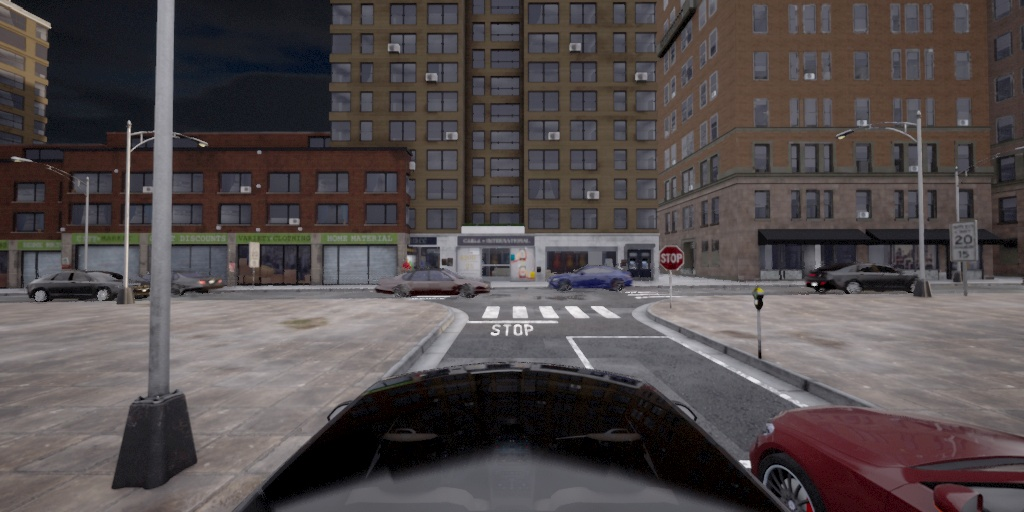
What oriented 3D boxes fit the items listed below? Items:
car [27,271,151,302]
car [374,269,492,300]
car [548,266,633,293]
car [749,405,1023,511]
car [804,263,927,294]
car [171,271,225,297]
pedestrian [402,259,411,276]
[{"bbox_3d":[-20.174,1.460,17.311,4.892,1.490,1.837,-1,-1,0],"label":"car"},{"bbox_3d":[-3.683,1.312,17.213,5.357,1.411,2.033,0,-1,0],"label":"car"},{"bbox_3d":[4.360,1.265,20.100,4.674,1.442,1.812,-1,-1,0],"label":"car"},{"bbox_3d":[2.638,1.331,0.996,1.802,1.307,4.207,0,0,0],"label":"car"},{"bbox_3d":[16.785,1.075,17.058,4.892,1.490,1.837,0,-1,0],"label":"car"},{"bbox_3d":[-19.449,1.549,20.255,5.357,1.411,2.033,-1,-1,0],"label":"car"},{"bbox_3d":[-6.782,1.045,23.097,0.375,1.860,0.375,0,-1,0],"label":"pedestrian"}]
